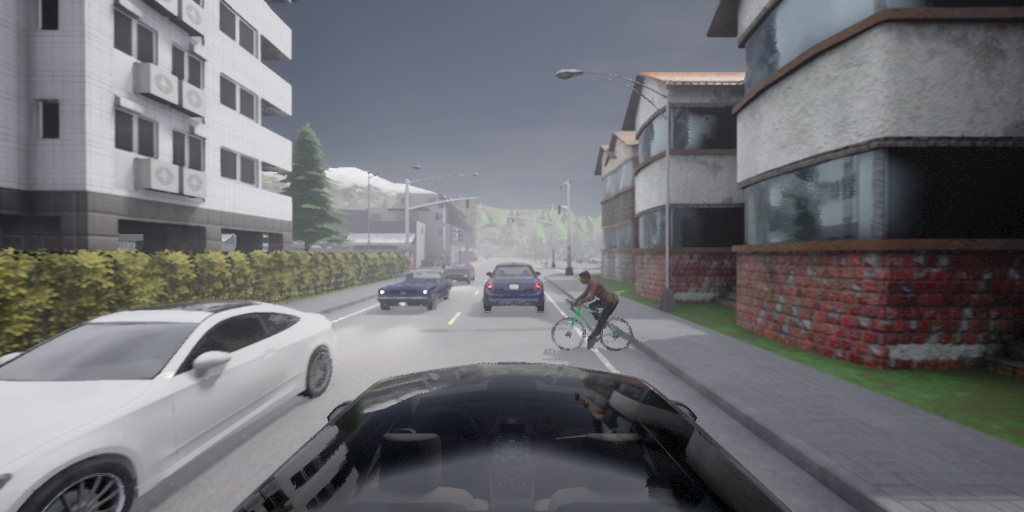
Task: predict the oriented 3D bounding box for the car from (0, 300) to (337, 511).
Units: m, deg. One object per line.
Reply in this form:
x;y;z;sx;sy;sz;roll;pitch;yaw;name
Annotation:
-3.600;1.265;3.778;1.812;1.442;4.674;0;0;0;car

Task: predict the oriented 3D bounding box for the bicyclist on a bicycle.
1.626;1.123;7.254;1.656;1.620;0.582;0;0;0;bicyclist on a bicycle

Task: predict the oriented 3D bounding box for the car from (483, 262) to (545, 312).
0.058;1.025;13.945;2.097;1.767;4.553;0;0;0;car

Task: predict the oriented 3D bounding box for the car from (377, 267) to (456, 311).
-3.632;1.276;14.143;1.895;1.301;4.718;0;0;0;car

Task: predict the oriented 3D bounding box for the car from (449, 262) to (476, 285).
-3.597;1.153;25.113;2.033;1.411;5.357;0;0;0;car
